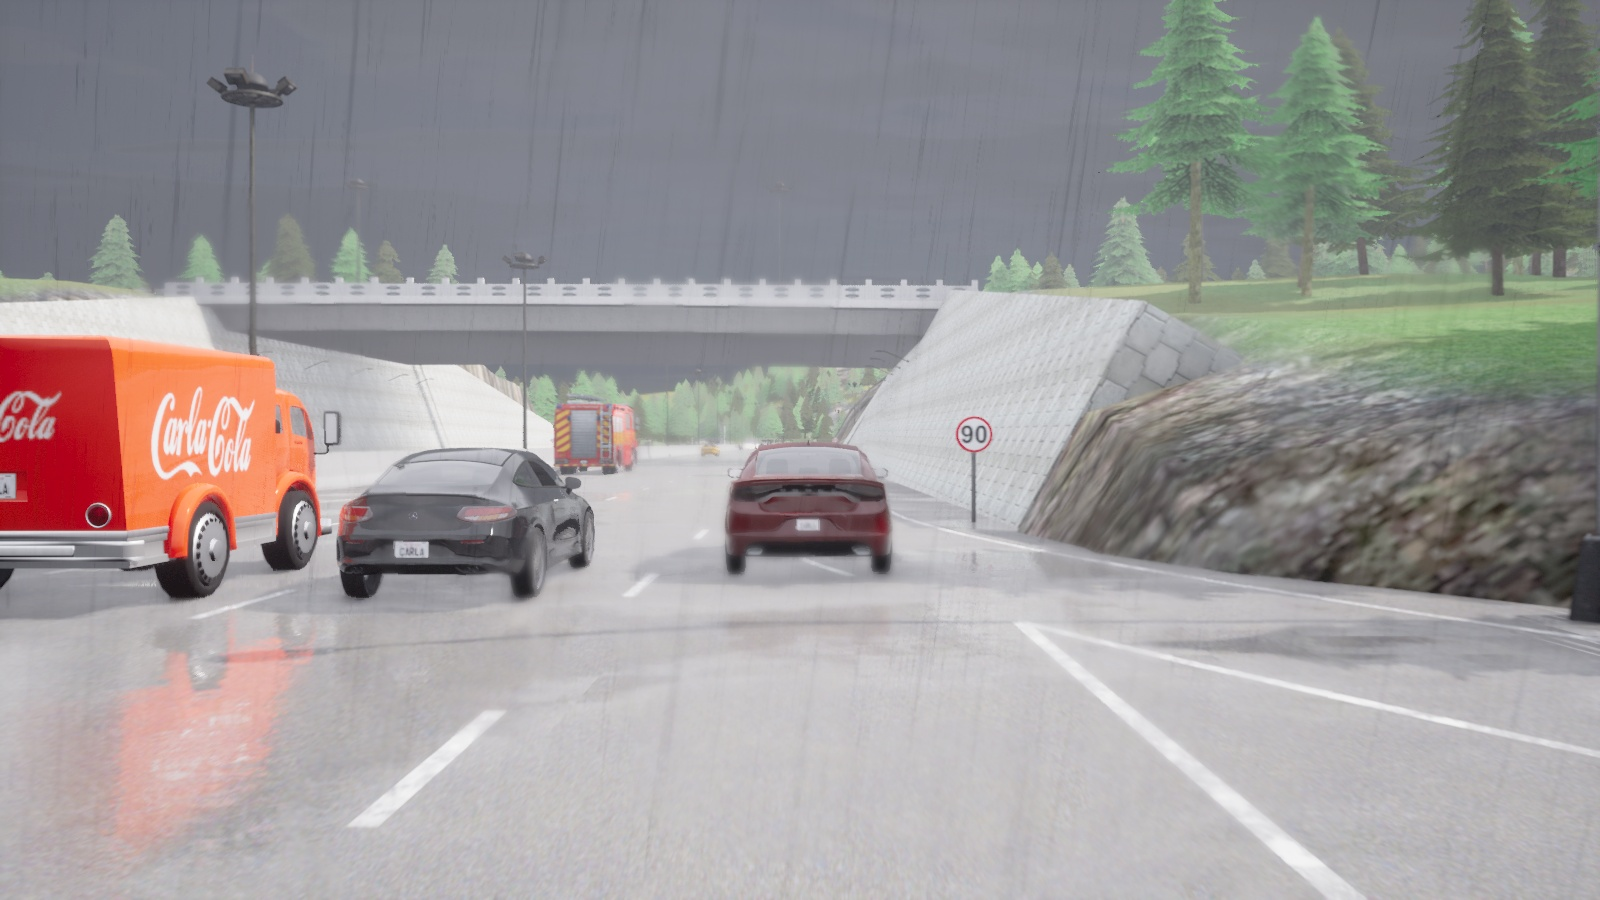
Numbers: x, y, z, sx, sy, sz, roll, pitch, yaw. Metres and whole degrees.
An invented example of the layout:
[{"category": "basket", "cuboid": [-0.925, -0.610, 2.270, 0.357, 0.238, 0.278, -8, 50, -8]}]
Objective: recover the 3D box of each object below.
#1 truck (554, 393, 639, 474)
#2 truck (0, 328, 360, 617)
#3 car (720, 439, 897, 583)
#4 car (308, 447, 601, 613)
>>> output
[{"category": "truck", "cuboid": [-10.123, -0.784, 63.430, 2.891, 3.827, 8.468, 0, 0, 0]}, {"category": "truck", "cuboid": [-6.909, 0.179, 13.314, 2.627, 2.467, 5.204, 0, 0, 0]}, {"category": "car", "cuboid": [0.106, 0.635, 15.847, 1.882, 1.535, 5.008, 0, 0, 0]}, {"category": "car", "cuboid": [-3.409, 0.694, 13.372, 1.812, 1.442, 4.674, 0, 0, 0]}]
